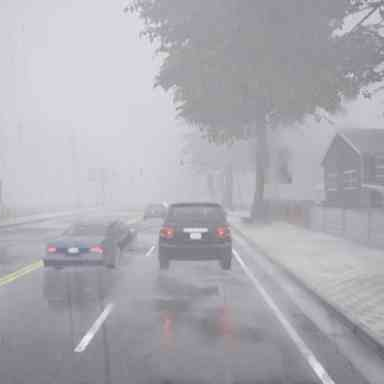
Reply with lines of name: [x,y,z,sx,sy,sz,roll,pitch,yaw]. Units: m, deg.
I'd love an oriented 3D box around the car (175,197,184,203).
car: [-3.258,1.952,84.675,2.128,1.511,4.902,0,0,0]

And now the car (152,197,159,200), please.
car: [-9.758,2.039,90.529,1.812,1.442,4.674,0,0,0]

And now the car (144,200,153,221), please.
car: [-3.154,1.712,29.335,2.033,1.411,5.357,0,0,0]

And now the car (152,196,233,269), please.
car: [0.096,1.285,11.557,2.150,2.045,5.566,0,0,0]

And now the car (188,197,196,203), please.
car: [-0.008,1.983,85.088,1.812,1.442,4.674,0,0,0]

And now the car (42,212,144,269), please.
car: [-3.154,1.611,11.349,2.033,1.411,5.357,0,0,0]

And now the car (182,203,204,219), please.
car: [0.096,1.780,31.709,1.895,1.301,4.718,0,0,0]

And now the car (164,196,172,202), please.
car: [-6.508,1.870,90.559,2.097,1.767,4.553,0,0,0]
